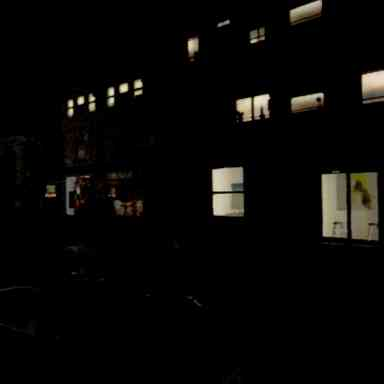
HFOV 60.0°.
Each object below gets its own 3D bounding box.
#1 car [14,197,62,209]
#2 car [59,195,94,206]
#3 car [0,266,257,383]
[{"bbox_3d":[-17.140,1.212,37.208,1.752,1.417,4.829,-1,0,36],"label":"car"},{"bbox_3d":[-17.598,1.250,50.813,1.752,1.417,4.829,-1,0,36],"label":"car"},{"bbox_3d":[-1.376,1.564,3.872,4.313,1.339,1.947,0,-1,36],"label":"car"}]
